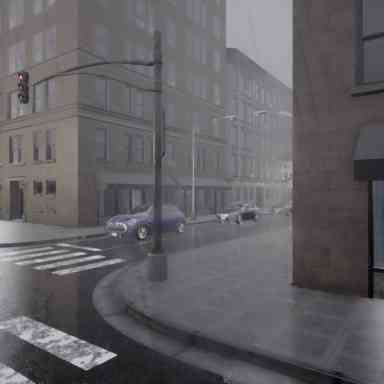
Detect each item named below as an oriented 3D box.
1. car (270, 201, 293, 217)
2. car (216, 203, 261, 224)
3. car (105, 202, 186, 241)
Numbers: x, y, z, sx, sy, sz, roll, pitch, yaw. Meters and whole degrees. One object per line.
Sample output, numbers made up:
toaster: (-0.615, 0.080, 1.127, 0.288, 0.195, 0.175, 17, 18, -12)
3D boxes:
car: (9.729, 1.684, 34.450, 2.128, 1.511, 4.902, 0, 0, 35)
car: (3.681, 1.629, 25.951, 2.128, 1.511, 4.902, 0, 0, 36)
car: (-2.335, 1.432, 17.538, 2.097, 1.767, 4.553, 0, 0, 36)
